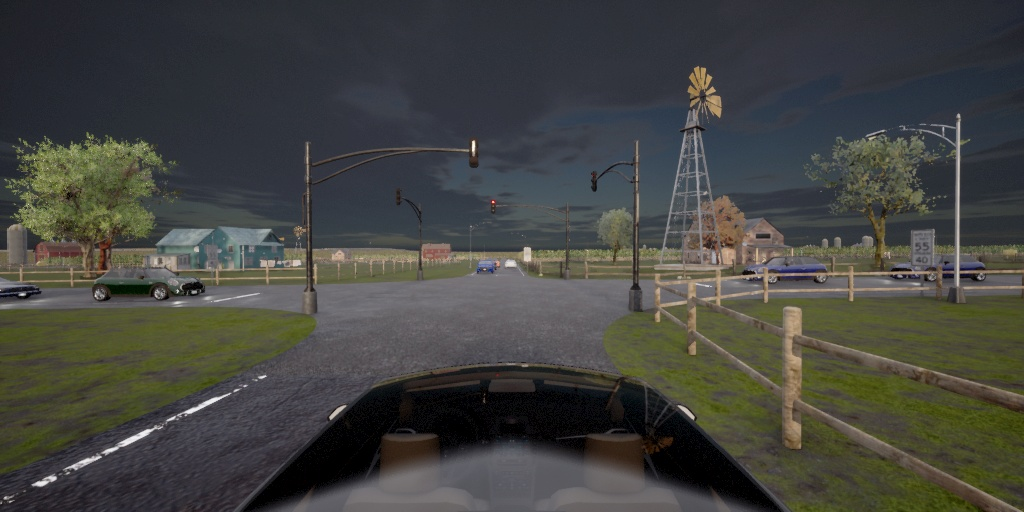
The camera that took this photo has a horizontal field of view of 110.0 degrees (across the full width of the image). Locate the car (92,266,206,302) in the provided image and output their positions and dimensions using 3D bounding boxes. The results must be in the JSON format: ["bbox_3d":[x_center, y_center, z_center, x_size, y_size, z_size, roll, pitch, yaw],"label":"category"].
[{"bbox_3d":[-19.174,1.372,19.086,4.553,1.767,2.097,-1,1,0],"label":"car"}]

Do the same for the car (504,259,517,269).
[{"bbox_3d":[-0.209,1.272,57.676,1.812,1.442,4.674,0,0,0],"label":"car"}]

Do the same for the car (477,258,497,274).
[{"bbox_3d":[-3.044,1.223,41.959,1.882,1.535,5.008,0,0,-1],"label":"car"}]

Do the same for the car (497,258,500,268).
[{"bbox_3d":[-3.114,1.293,51.862,2.033,1.411,5.357,0,0,-1],"label":"car"}]

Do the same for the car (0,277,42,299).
[{"bbox_3d":[-28.692,1.698,19.044,5.357,1.411,2.033,-1,1,0],"label":"car"}]

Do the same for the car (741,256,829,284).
[{"bbox_3d":[17.322,0.809,22.952,4.553,1.767,2.097,-1,1,0],"label":"car"}]

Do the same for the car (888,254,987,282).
[{"bbox_3d":[27.122,0.679,22.992,4.553,1.767,2.097,-1,1,0],"label":"car"}]
